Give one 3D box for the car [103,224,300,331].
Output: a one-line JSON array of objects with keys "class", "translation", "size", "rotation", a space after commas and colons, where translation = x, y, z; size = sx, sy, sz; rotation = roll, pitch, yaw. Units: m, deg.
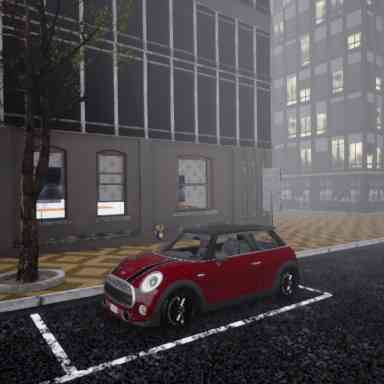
[{"class": "car", "translation": [0.291, 1.441, 6.797], "size": [4.097, 1.590, 1.967], "rotation": [0, -1, -36]}]
